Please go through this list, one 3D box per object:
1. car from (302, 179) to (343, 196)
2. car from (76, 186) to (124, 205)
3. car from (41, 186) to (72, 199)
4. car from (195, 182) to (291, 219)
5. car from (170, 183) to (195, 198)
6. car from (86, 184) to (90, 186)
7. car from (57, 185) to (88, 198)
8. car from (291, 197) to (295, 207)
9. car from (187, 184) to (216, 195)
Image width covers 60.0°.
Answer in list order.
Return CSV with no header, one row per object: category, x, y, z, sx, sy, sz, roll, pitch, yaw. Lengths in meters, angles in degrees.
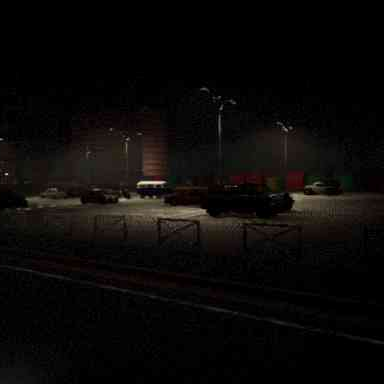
car,14.658,-0.512,37.761,3.866,1.878,1.905,0,2,32
car,-9.052,0.475,32.574,3.806,1.475,1.970,0,2,32
car,-18.858,0.268,45.425,3.806,1.475,1.970,0,2,32
car,2.801,0.428,18.642,4.605,1.855,1.932,0,2,32
car,-0.248,-0.474,46.968,4.605,1.855,1.932,0,2,32
car,-15.972,-0.207,50.182,4.605,1.855,1.932,0,2,32
car,-17.336,0.115,47.883,3.905,1.438,1.784,0,2,32
car,4.369,0.310,21.072,3.866,1.878,1.905,0,2,32
car,1.335,-0.385,49.402,3.905,1.438,1.784,0,2,32
